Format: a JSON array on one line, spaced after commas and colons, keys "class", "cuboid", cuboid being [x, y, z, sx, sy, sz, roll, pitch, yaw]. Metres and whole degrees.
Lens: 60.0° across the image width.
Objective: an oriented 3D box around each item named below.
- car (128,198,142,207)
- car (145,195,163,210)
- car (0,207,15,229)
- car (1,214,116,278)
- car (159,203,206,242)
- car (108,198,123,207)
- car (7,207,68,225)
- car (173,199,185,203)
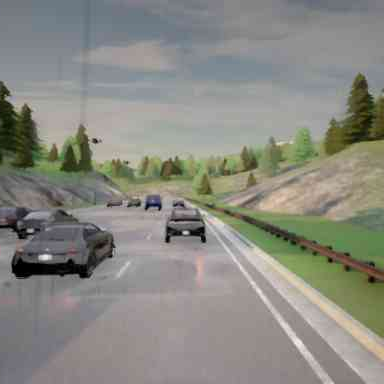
[{"class": "car", "cuboid": [-9.185, 1.651, 53.718, 2.128, 1.511, 4.902, 0, 0, -3]}, {"class": "car", "cuboid": [-5.220, 1.359, 45.826, 2.150, 2.045, 5.566, 0, 0, -3]}, {"class": "car", "cuboid": [-10.937, 1.605, 20.516, 2.033, 1.411, 5.357, 0, 0, -2]}, {"class": "car", "cuboid": [-3.678, 1.594, 10.251, 1.994, 1.385, 4.181, 0, 0, -1]}, {"class": "car", "cuboid": [-0.333, 1.543, 16.696, 2.128, 1.511, 4.902, 0, 0, -2]}, {"class": "car", "cuboid": [-12.814, 1.727, 55.810, 1.994, 1.385, 4.181, 0, 0, -3]}, {"class": "car", "cuboid": [-7.360, 1.575, 17.312, 1.812, 1.442, 4.674, 0, 0, -2]}, {"class": "car", "cuboid": [-2.127, 1.759, 52.838, 1.895, 1.301, 4.718, 0, 0, -3]}]
